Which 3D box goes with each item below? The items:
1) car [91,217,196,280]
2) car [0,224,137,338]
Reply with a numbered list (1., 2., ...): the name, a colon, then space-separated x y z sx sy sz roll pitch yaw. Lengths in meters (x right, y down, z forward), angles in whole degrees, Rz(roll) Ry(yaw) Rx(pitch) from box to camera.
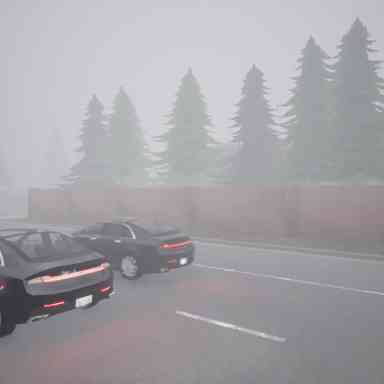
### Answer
1. car: -2.173 1.505 9.862 4.892 1.490 1.837 0 0 36
2. car: -3.656 1.492 6.617 4.902 1.511 2.128 0 0 36
